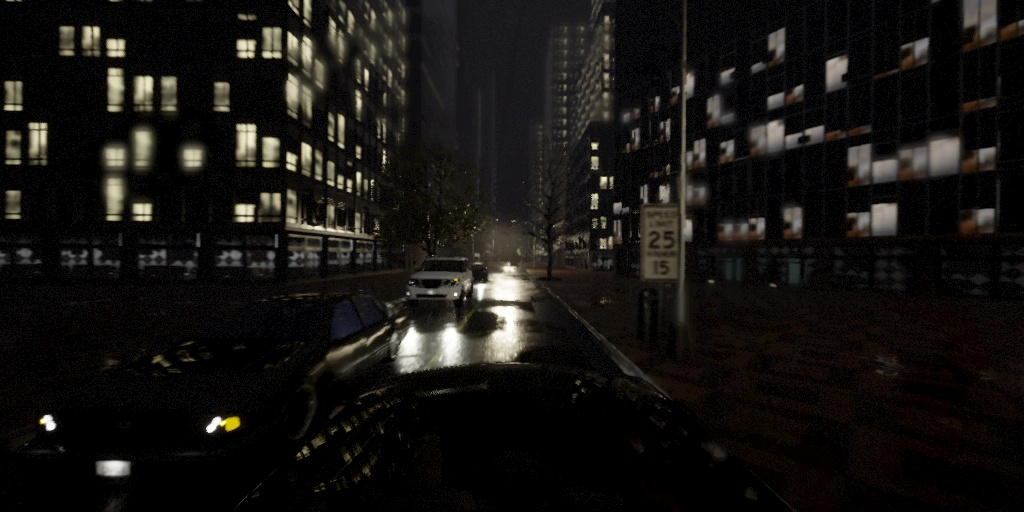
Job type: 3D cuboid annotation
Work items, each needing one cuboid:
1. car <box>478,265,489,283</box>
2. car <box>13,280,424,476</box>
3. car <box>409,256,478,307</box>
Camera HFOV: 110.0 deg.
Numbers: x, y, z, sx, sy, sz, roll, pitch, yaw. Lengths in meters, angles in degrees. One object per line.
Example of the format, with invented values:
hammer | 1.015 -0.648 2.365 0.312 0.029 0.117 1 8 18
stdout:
car | -2.923 1.455 29.181 1.994 1.385 4.181 1 0 1
car | -3.105 1.289 5.471 2.033 1.411 5.357 1 0 0
car | -3.025 1.030 16.213 2.150 2.045 5.566 1 0 0
